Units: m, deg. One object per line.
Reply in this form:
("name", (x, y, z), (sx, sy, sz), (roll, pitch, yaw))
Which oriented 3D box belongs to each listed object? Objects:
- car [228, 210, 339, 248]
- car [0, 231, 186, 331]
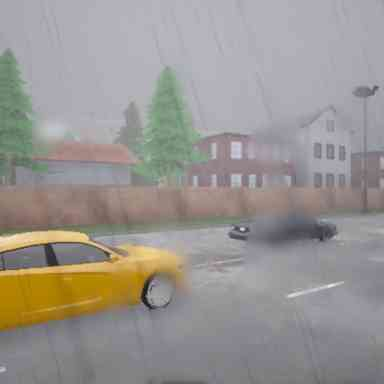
("car", (4.096, 1.520, 14.573), (5.357, 1.411, 2.033), (0, 0, -33))
("car", (-2.447, 1.472, 6.139), (5.008, 1.535, 1.882), (0, 0, -33))
